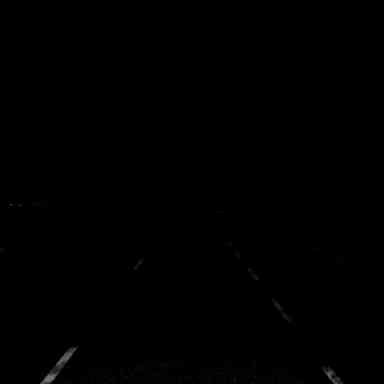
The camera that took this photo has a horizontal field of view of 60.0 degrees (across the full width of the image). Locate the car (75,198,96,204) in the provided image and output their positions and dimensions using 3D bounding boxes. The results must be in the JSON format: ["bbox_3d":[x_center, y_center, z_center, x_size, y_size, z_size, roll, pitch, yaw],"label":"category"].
[{"bbox_3d":[-17.555,1.979,55.124,2.150,2.045,5.566,0,-1,1],"label":"car"}]

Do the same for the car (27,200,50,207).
[{"bbox_3d":[-24.547,2.229,54.735,1.882,1.535,5.008,0,-1,1],"label":"car"}]

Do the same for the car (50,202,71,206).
[{"bbox_3d":[-21.054,2.317,54.890,1.994,1.385,4.181,0,-1,0],"label":"car"}]

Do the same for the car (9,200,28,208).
[{"bbox_3d":[-28.039,2.104,54.830,2.097,1.767,4.553,0,-1,1],"label":"car"}]
